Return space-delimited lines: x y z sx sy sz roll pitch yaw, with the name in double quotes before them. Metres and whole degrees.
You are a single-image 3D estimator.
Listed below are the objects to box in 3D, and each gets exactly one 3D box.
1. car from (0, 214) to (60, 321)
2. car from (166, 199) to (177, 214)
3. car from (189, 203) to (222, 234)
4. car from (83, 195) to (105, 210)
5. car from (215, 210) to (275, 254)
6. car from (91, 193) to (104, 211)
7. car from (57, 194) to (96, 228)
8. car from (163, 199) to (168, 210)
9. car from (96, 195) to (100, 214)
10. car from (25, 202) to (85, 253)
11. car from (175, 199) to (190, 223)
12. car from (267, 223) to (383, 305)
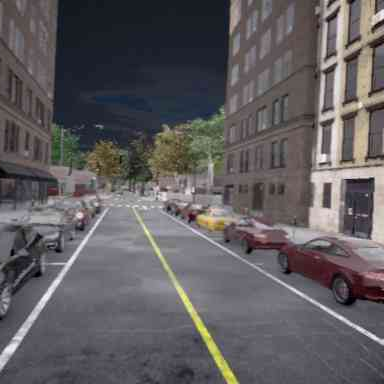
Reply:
"car" -4.150 1.340 6.648 1.947 1.339 4.313 3 0 -12
"car" -0.860 1.467 29.906 1.802 1.307 4.206 3 0 -12
"car" 1.383 1.544 19.274 1.752 1.417 4.829 3 0 -12
"car" -9.841 1.012 33.647 1.802 1.307 4.206 3 0 -12
"car" 2.553 1.671 13.708 1.802 1.307 4.206 3 0 -12
"car" -8.696 0.938 28.246 1.967 1.590 4.097 3 0 -12
"car" -6.420 1.074 17.447 1.967 1.590 4.097 3 0 -12
"car" -1.997 1.383 35.306 1.947 1.339 4.313 3 0 -12
"car" -7.527 1.093 22.680 1.752 1.417 4.829 3 0 -12
"car" -5.287 1.254 12.047 2.008 1.369 4.403 3 0 -12
"car" 0.279 1.497 24.507 1.887 1.381 4.507 3 0 -12
"car" 3.691 1.742 8.310 1.802 1.307 4.206 3 0 -12
